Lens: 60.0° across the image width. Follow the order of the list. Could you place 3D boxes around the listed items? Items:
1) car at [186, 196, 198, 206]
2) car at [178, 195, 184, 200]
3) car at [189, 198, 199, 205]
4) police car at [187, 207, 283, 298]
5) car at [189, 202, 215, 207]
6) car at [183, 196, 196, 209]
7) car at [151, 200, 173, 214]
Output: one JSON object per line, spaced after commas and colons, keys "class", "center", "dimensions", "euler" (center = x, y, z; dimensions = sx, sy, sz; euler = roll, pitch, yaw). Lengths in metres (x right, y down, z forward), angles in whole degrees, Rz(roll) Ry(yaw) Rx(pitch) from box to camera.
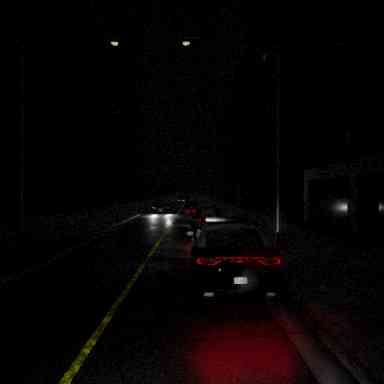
{"class": "car", "center": [-0.007, 1.521, 58.733], "dimensions": [1.882, 1.535, 5.008], "euler": [0, 0, 0]}
{"class": "car", "center": [-3.011, 1.605, 94.570], "dimensions": [2.033, 1.411, 5.357], "euler": [0, 0, 0]}
{"class": "car", "center": [0.897, 1.490, 24.598], "dimensions": [1.882, 1.535, 5.008], "euler": [0, 0, 0]}
{"class": "police car", "center": [0.899, 1.428, 8.707], "dimensions": [1.930, 1.638, 5.238], "euler": [0, 0, 0]}
{"class": "car", "center": [0.898, 1.534, 18.598], "dimensions": [1.812, 1.442, 4.674], "euler": [0, 0, 0]}
{"class": "car", "center": [0.012, 1.633, 46.005], "dimensions": [1.895, 1.301, 4.718], "euler": [0, 0, 1]}
{"class": "car", "center": [-3.105, 1.547, 35.114], "dimensions": [1.812, 1.442, 4.674], "euler": [0, 0, 0]}
